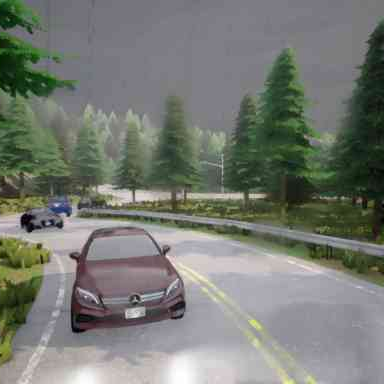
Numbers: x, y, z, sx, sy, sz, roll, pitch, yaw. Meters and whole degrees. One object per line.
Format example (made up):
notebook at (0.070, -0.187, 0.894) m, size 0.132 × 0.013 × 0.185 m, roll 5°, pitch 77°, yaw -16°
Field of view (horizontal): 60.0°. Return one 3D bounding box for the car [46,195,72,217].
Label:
car at (-12.901, 1.326, 32.237) m, size 2.150 × 2.045 × 5.566 m, roll -1°, pitch 0°, yaw -18°

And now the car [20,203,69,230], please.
car at (-9.731, 1.713, 21.365) m, size 1.994 × 1.385 × 4.181 m, roll -5°, pitch 3°, yaw -36°

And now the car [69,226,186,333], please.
car at (-1.530, 1.523, 7.111) m, size 1.812 × 1.442 × 4.674 m, roll -2°, pitch 0°, yaw -17°

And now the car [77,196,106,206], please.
car at (-12.770, 1.289, 42.831) m, size 2.097 × 1.767 × 4.553 m, roll 2°, pitch 2°, yaw 13°
